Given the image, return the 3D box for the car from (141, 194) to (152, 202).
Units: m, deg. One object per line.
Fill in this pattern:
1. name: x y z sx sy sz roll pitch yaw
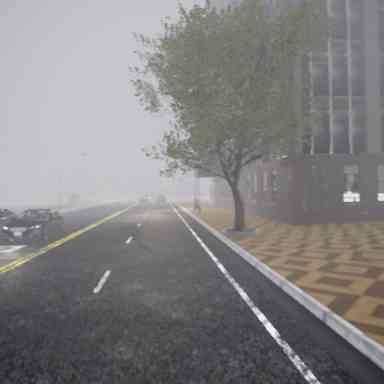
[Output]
1. car: -10.113 1.256 74.215 2.097 1.767 4.553 -1 0 -5

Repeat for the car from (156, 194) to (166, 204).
1. car: -5.900 1.498 64.176 1.837 1.490 4.892 -1 0 -5

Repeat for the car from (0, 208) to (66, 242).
1. car: -8.141 1.648 17.613 2.128 1.511 4.902 -1 0 -5

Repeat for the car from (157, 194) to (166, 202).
1. car: -6.878 1.323 74.549 1.837 1.490 4.892 -1 0 -5

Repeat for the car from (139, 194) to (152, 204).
1. car: -9.135 1.564 63.872 2.128 1.511 4.902 -1 0 -5
